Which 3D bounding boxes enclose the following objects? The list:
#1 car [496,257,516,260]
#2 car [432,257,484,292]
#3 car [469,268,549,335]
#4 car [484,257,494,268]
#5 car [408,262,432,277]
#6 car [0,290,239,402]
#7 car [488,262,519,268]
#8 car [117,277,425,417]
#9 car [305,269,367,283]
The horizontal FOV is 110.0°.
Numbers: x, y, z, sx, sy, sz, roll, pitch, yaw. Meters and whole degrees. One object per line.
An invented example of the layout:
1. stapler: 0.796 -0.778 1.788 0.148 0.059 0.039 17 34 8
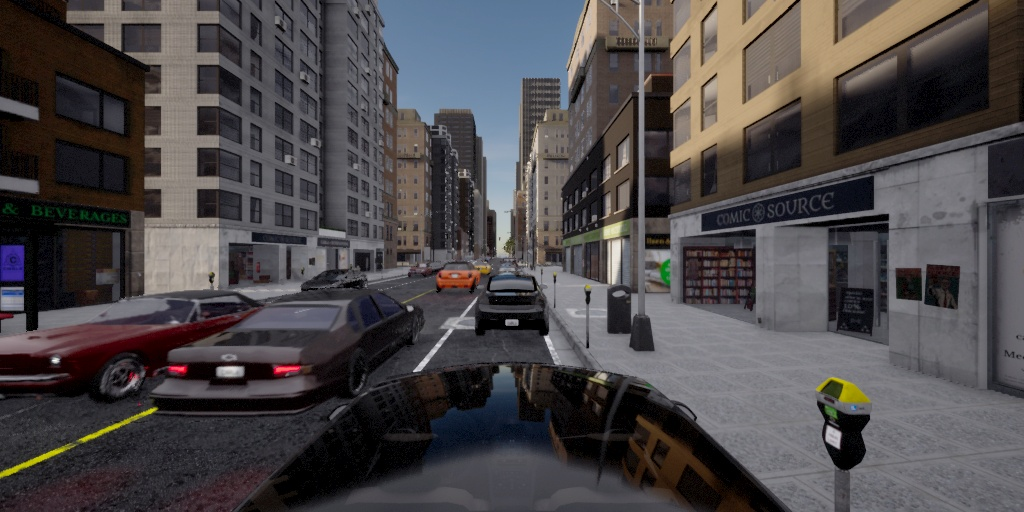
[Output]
1. car: -0.288 1.066 40.309 2.192 1.841 5.009 0 0 0
2. car: -3.046 1.101 21.276 2.097 1.767 4.553 0 0 0
3. car: 0.000 1.254 10.500 1.837 1.490 4.892 0 0 0
4. car: -3.145 1.207 37.450 1.801 1.575 5.366 0 0 0
5. car: -8.814 1.333 34.778 1.802 1.307 4.207 0 0 0
6. car: -6.252 1.351 6.493 1.895 1.301 4.718 0 0 0
7. car: -0.288 1.301 23.738 2.007 1.370 4.403 0 0 0
8. car: -3.046 1.297 6.386 2.033 1.411 5.357 0 0 0
9. car: -8.813 1.316 18.202 1.948 1.339 4.313 0 0 0
